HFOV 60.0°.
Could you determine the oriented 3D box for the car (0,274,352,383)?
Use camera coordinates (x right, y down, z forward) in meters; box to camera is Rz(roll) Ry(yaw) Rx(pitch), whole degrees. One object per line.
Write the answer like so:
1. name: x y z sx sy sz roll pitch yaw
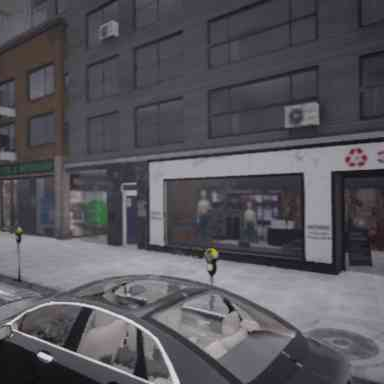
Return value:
1. car: -0.741 1.561 3.393 4.403 1.369 2.008 0 -1 36
